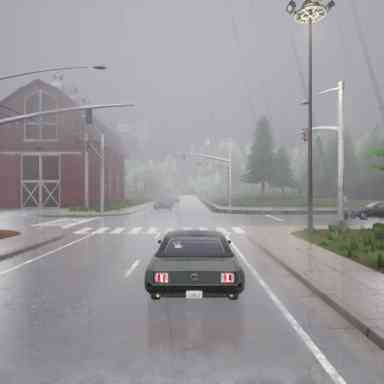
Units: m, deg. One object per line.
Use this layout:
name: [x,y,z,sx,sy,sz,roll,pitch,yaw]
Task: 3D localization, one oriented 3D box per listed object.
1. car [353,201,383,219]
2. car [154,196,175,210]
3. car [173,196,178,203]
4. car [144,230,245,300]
car: [15.095,1.499,27.134,4.674,1.442,1.812,0,0,-1]
car: [-3.614,1.564,42.150,1.994,1.385,4.181,0,0,0]
car: [-3.611,1.506,52.571,1.837,1.490,4.892,0,0,0]
car: [0.063,1.601,8.339,1.895,1.301,4.718,0,0,0]
